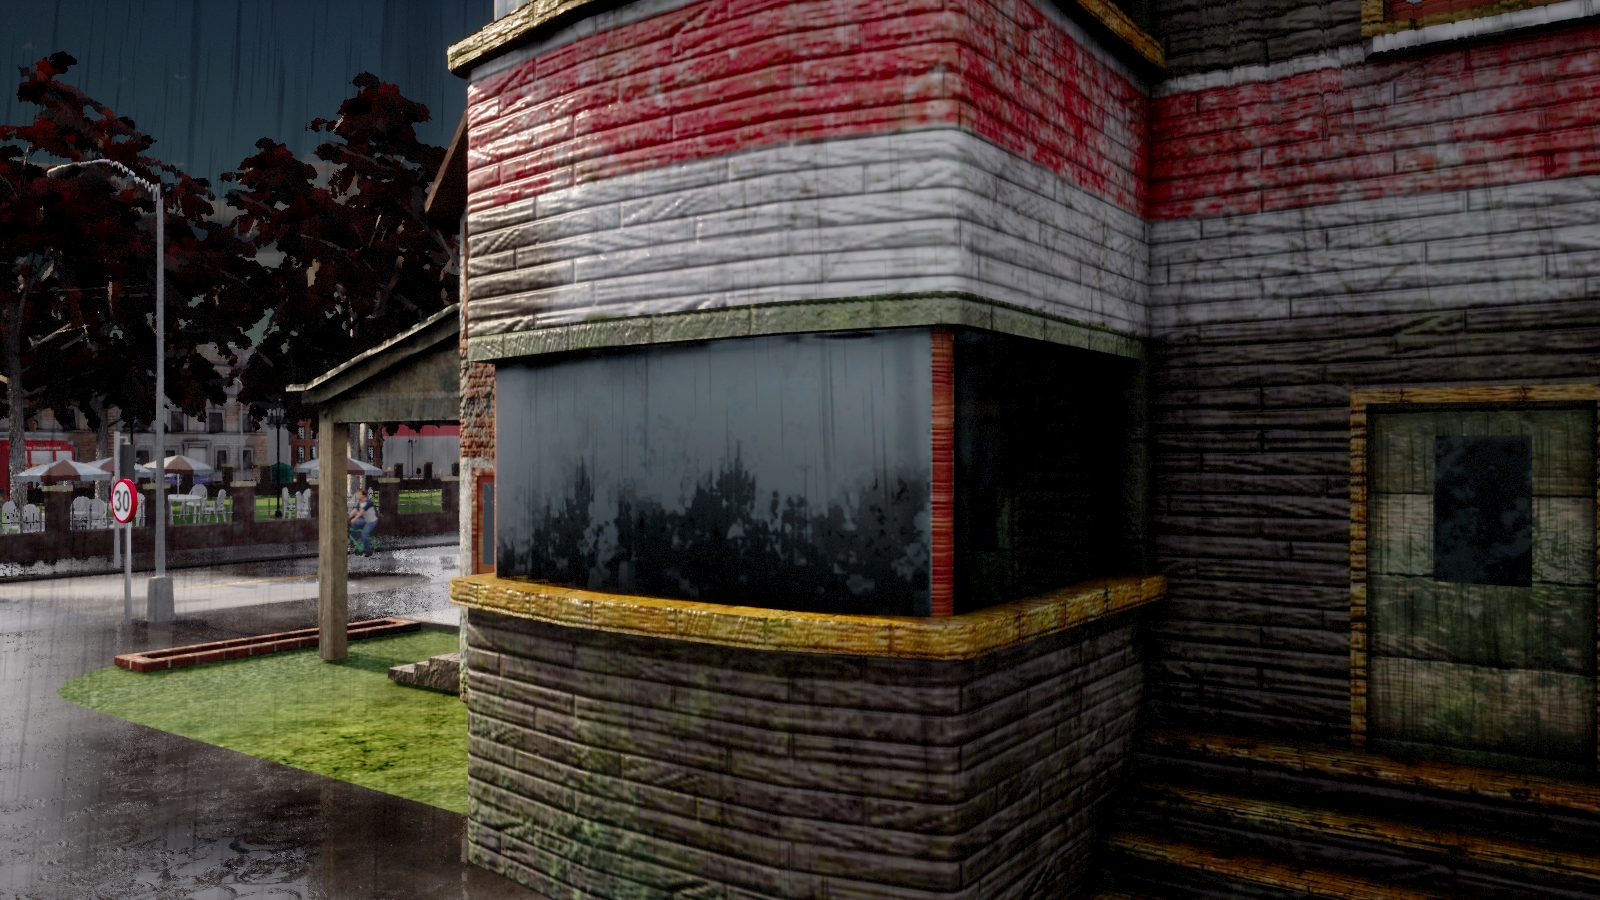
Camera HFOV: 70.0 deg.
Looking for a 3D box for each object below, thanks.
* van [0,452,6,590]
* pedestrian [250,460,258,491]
[{"bbox_3d":[-17.347,1.315,19.481,1.988,2.561,5.915,0,0,35],"label":"van"},{"bbox_3d":[-32.800,1.524,68.641,0.375,1.860,0.375,0,0,-39],"label":"pedestrian"}]
